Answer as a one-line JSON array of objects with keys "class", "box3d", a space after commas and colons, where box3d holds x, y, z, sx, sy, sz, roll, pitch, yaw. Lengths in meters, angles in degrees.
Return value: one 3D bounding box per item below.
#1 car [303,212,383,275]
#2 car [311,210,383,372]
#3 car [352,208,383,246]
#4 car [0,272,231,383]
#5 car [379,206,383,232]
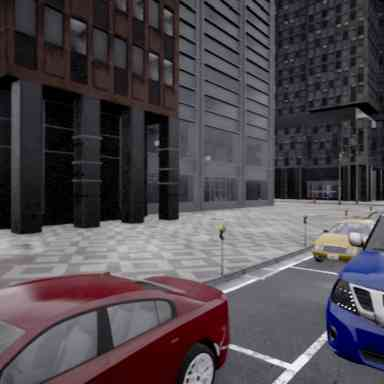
[{"class": "car", "box3d": [5.560, 1.525, 11.341, 1.752, 1.417, 4.829, 0, 0, 40]}, {"class": "car", "box3d": [3.998, 1.221, 5.285, 2.150, 2.045, 5.566, 0, 0, 40]}, {"class": "car", "box3d": [9.202, 1.544, 15.720, 1.887, 1.381, 4.507, 0, 0, 40]}, {"class": "car", "box3d": [-1.398, 1.546, 2.975, 1.887, 1.381, 4.507, 0, 0, 40]}, {"class": "car", "box3d": [12.735, 1.543, 19.968, 1.887, 1.381, 4.507, 0, 0, 40]}]
